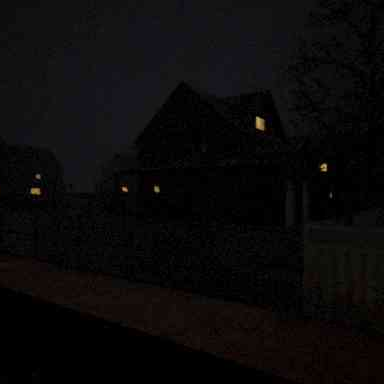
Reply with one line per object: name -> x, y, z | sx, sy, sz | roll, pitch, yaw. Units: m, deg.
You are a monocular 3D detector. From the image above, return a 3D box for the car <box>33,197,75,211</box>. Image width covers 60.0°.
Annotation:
car -> -14.155, 1.228, 32.471 | 2.033, 1.411, 5.357 | 1, 2, 35
